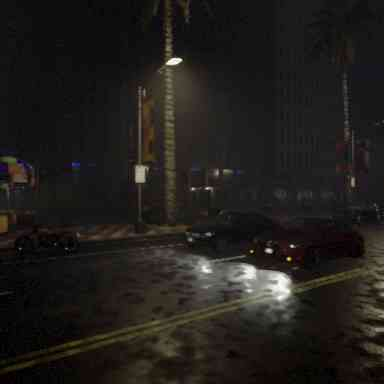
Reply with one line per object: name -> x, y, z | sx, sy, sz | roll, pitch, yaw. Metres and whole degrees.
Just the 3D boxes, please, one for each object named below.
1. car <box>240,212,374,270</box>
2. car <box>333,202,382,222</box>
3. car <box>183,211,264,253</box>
car -> 3.916, 1.568, 11.088 | 4.181, 1.385, 1.994 | 0, 0, -36
car -> 12.521, 1.491, 25.199 | 4.892, 1.521, 2.231 | 0, 0, -35
car -> 1.832, 1.529, 13.901 | 4.674, 1.442, 1.812 | 0, 0, -36
